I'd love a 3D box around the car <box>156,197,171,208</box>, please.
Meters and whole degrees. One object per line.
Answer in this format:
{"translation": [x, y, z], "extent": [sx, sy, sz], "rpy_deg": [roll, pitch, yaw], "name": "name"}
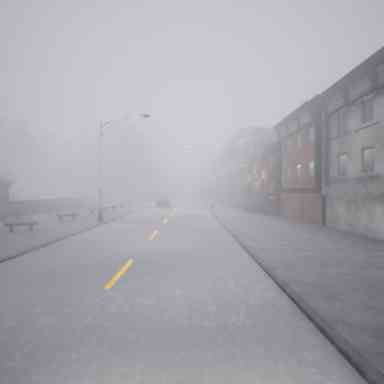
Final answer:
{"translation": [-4.094, 1.465, 47.640], "extent": [1.882, 1.535, 5.008], "rpy_deg": [0, 0, 0], "name": "car"}
